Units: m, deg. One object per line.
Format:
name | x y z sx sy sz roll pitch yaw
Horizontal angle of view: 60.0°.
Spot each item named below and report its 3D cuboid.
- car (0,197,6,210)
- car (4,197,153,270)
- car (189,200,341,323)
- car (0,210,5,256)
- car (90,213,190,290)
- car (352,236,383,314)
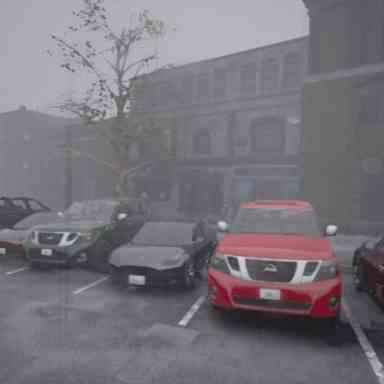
car | -7.878 1.223 14.723 2.435 2.045 5.566 0 -1 15
car | -2.981 1.227 11.185 2.435 2.045 5.566 1 -1 15
car | 1.920 1.231 7.699 2.435 2.045 5.566 1 -1 15
car | -5.437 1.505 12.922 2.163 1.488 4.792 1 -1 15
car | -0.536 1.509 9.440 2.163 1.488 4.792 1 -1 15
car | 4.353 1.359 5.951 2.185 1.767 4.553 0 -1 15
